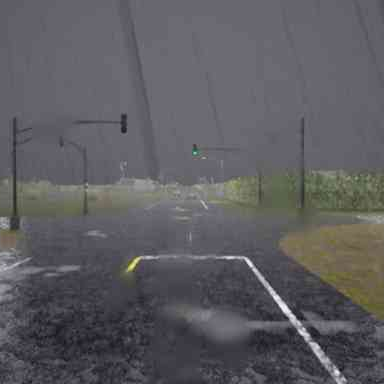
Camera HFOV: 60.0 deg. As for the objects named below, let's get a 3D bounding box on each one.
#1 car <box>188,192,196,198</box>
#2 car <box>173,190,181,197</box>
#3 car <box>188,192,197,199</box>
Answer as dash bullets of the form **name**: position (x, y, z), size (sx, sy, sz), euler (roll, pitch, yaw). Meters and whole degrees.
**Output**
- **car**: position (0.007, 0.638, 83.741), size (1.994, 1.385, 4.181), euler (0, 1, 0)
- **car**: position (-3.493, 0.337, 77.914), size (1.837, 1.490, 4.892), euler (0, 1, 0)
- **car**: position (0.006, 0.823, 73.693), size (1.994, 1.385, 4.181), euler (0, 1, 0)
